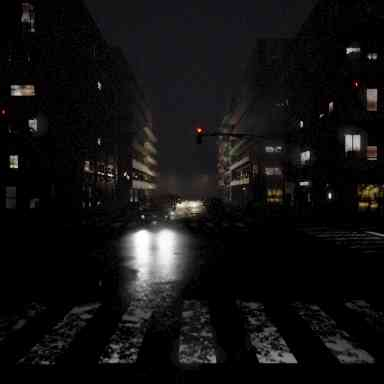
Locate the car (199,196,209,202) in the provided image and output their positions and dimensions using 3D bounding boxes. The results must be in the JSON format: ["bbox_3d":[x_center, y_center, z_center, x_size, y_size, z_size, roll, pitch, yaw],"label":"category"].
[{"bbox_3d":[2.763,1.584,77.693,2.008,1.369,4.403,0,0,0],"label":"car"}]

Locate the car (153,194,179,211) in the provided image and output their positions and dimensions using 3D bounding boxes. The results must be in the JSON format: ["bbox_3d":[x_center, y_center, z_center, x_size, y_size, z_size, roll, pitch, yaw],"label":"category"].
[{"bbox_3d":[-3.059,1.230,40.577,2.150,2.045,5.566,0,0,0],"label":"car"}]

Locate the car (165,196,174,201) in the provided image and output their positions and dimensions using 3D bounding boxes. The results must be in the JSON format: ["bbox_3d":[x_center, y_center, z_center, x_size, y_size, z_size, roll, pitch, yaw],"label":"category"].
[{"bbox_3d":[-5.612,1.589,83.380,2.008,1.369,4.403,0,0,0],"label":"car"}]

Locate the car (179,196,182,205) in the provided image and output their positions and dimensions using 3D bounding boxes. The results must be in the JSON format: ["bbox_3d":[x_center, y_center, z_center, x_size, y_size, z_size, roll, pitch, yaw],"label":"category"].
[{"bbox_3d":[-2.991,1.371,60.233,2.097,1.767,4.553,0,0,1],"label":"car"}]

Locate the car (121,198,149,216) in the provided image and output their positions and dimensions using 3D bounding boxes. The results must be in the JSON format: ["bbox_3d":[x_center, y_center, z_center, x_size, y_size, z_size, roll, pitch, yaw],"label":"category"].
[{"bbox_3d":[-5.660,1.572,32.239,1.947,1.339,4.313,0,0,0],"label":"car"}]

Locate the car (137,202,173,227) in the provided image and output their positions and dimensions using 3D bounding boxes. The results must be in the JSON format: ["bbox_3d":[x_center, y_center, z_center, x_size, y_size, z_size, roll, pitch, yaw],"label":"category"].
[{"bbox_3d":[-2.620,1.604,22.764,1.895,1.301,4.718,0,0,-8],"label":"car"}]

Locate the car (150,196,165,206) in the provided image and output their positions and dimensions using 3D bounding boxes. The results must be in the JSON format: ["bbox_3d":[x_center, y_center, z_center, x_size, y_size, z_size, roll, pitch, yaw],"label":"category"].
[{"bbox_3d":[-5.638,1.457,54.969,1.967,1.590,4.097,0,0,0],"label":"car"}]

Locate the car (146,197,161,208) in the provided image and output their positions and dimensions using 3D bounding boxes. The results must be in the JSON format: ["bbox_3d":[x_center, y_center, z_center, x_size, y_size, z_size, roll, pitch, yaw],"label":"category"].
[{"bbox_3d":[-5.644,1.539,49.117,1.752,1.417,4.829,0,0,0],"label":"car"}]

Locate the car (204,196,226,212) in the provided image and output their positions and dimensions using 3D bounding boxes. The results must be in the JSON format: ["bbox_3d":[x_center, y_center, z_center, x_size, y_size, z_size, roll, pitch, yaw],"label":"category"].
[{"bbox_3d":[2.726,1.448,37.916,1.967,1.590,4.097,0,0,0],"label":"car"}]

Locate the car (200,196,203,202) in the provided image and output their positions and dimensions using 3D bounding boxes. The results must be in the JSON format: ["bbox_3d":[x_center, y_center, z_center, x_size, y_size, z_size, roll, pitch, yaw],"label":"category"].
[{"bbox_3d":[2.742,1.598,54.963,1.802,1.307,4.206,0,0,0],"label":"car"}]

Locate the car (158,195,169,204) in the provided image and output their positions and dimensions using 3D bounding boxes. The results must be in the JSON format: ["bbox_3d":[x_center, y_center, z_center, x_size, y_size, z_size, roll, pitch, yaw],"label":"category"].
[{"bbox_3d":[-5.628,1.464,66.335,1.967,1.590,4.097,0,0,0],"label":"car"}]

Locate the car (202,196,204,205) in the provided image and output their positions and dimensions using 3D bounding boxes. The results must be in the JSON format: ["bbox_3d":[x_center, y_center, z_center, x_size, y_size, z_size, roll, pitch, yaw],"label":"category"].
[{"bbox_3d":[2.731,1.451,43.598,1.967,1.590,4.097,0,0,0],"label":"car"}]

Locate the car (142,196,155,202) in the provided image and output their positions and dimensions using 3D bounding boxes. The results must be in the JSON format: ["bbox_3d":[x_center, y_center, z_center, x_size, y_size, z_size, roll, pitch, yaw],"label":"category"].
[{"bbox_3d":[-5.655,1.533,37.752,1.752,1.417,4.829,0,0,0],"label":"car"}]

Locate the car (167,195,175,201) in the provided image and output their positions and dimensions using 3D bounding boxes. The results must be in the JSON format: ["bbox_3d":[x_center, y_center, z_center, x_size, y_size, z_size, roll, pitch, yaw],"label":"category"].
[{"bbox_3d":[-5.607,1.594,89.063,2.008,1.369,4.403,0,0,0],"label":"car"}]
